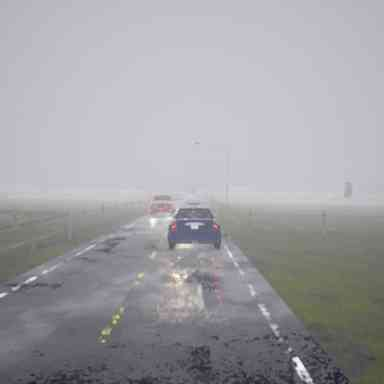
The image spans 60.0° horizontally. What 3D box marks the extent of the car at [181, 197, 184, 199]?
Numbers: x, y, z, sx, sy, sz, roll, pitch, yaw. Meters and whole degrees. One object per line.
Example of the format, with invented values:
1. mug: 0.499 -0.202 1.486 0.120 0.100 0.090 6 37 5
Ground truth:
1. car: 0.104 1.511 32.566 1.837 1.490 4.892 0 0 0

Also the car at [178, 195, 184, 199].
1. car: -2.740 1.300 73.522 1.882 1.535 5.008 0 0 0

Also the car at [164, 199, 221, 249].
1. car: 0.102 1.353 14.794 2.097 1.767 4.553 0 0 0

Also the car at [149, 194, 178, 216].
1. car: -2.842 1.228 32.870 2.150 2.045 5.566 0 0 0
